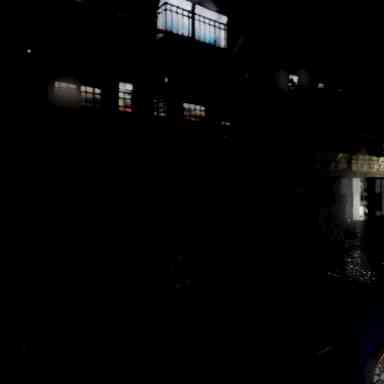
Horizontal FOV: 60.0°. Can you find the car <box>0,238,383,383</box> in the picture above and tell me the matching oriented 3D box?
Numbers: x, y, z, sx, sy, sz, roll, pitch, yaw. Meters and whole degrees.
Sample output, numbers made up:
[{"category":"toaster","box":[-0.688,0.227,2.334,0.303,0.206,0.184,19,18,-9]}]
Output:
[{"category":"car","box":[0.411,1.523,3.381,4.674,1.442,1.812,0,0,-35]}]

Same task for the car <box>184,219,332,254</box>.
[{"category":"car","box":[1.429,1.433,7.132,4.097,1.590,1.967,0,-1,-35]}]
